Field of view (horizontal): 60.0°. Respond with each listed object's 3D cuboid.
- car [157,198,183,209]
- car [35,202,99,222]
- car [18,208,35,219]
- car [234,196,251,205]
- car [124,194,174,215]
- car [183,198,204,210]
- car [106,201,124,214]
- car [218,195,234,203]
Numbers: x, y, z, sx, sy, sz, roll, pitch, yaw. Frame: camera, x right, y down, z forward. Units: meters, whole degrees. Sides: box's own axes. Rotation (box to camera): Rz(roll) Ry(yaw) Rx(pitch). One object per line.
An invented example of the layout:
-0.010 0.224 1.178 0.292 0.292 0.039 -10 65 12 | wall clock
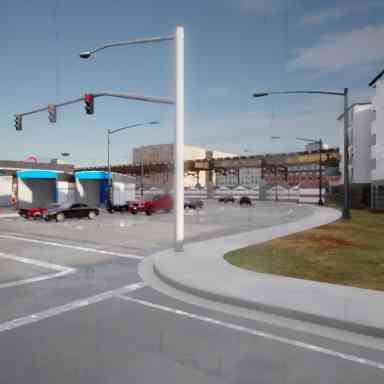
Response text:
-2.927 1.547 46.016 2.033 1.411 5.357 0 0 15 | car
-9.567 1.526 26.468 1.812 1.442 4.674 0 0 36 | car
-12.270 1.601 28.650 1.895 1.301 4.718 0 0 37 | car
9.014 1.505 57.861 1.837 1.490 4.892 0 0 -1 | car
-4.104 1.221 34.405 2.150 2.045 5.566 0 0 30 | car
0.148 1.547 44.088 2.033 1.411 5.357 0 0 16 | car
-7.084 1.601 36.209 1.895 1.301 4.718 0 0 30 | car
7.106 1.356 69.267 2.097 1.767 4.553 0 0 -18 | car
